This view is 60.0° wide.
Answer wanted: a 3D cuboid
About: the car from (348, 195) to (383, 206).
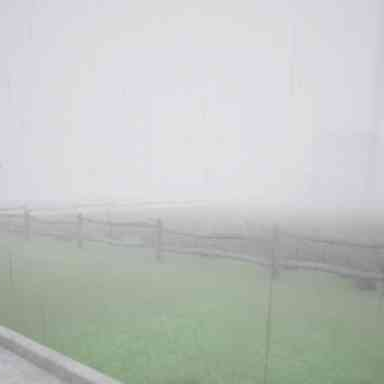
[{"bbox_3d":[25.187,1.234,48.096,4.605,1.855,1.932,0,0,35],"label":"car"}]
